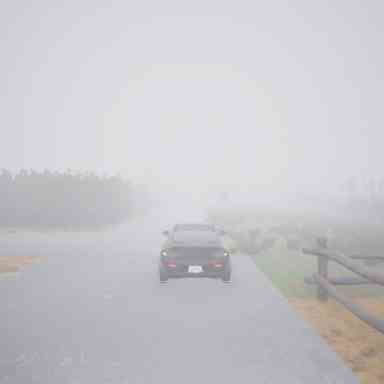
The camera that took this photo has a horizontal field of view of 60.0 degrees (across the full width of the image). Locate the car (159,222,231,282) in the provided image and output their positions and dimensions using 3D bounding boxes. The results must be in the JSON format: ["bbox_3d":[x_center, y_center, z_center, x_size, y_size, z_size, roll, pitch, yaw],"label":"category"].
[{"bbox_3d":[0.076,1.603,9.887,1.812,1.442,4.674,0,0,0],"label":"car"}]
